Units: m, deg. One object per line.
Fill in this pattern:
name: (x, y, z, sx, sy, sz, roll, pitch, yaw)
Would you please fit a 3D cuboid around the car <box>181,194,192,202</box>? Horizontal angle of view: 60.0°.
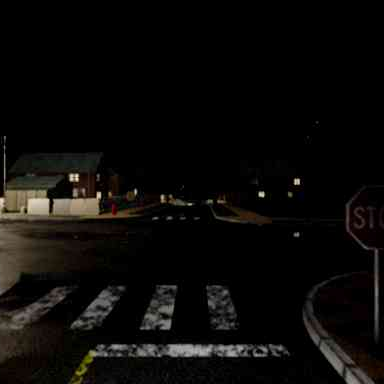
car: (-1.149, 1.117, 70.988, 2.097, 1.767, 4.553, 0, 0, 2)
